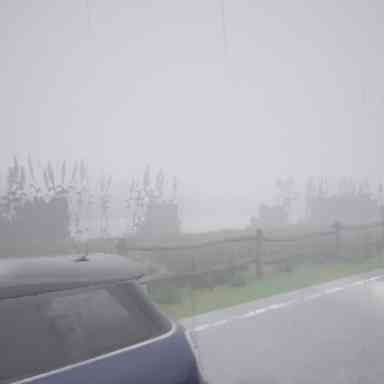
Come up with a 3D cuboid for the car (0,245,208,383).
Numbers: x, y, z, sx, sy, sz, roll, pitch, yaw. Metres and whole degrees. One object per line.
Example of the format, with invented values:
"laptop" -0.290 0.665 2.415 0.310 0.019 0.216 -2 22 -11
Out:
"car" -2.105 1.347 2.145 4.553 1.767 2.097 1 0 -35
